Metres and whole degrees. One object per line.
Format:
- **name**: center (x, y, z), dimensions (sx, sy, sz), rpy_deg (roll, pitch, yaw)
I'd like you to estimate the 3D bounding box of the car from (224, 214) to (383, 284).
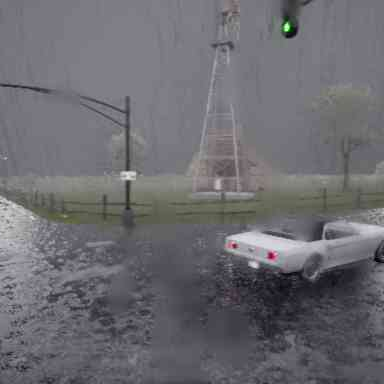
- **car**: center (3.222, 1.238, 8.530), dimensions (4.718, 1.301, 1.895), rpy_deg (-2, 4, -33)
